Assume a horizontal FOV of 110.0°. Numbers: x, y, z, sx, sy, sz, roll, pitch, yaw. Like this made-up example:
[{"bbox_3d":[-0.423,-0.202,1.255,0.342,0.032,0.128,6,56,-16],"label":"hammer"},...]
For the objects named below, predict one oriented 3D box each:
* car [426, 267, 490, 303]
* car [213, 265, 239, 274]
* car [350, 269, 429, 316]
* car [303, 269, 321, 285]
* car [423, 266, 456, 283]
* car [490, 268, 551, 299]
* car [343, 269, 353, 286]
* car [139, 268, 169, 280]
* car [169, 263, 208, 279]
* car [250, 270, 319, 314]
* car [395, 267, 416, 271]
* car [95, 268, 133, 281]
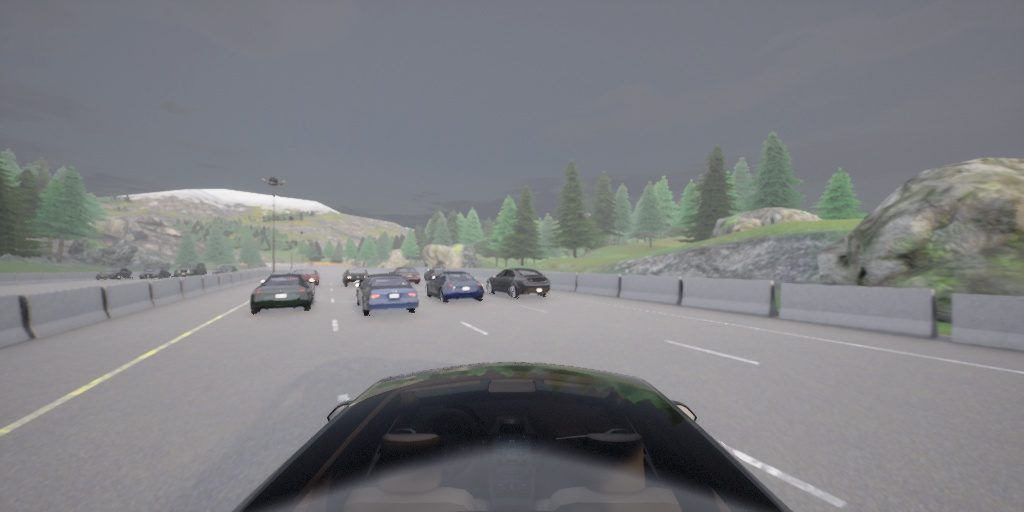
[{"bbox_3d":[-2.944,1.446,17.806,1.994,1.385,4.181,0,-1,-26],"label":"car"},{"bbox_3d":[-38.043,2.034,47.787,2.097,1.767,4.553,0,-2,-27],"label":"car"},{"bbox_3d":[-5.028,1.397,14.146,2.033,1.411,5.357,0,-1,-27],"label":"car"},{"bbox_3d":[-15.687,1.667,27.343,1.895,1.301,4.718,0,-1,-27],"label":"car"},{"bbox_3d":[-6.722,1.668,32.893,1.994,1.385,4.181,0,-1,-27],"label":"car"},{"bbox_3d":[0.224,1.394,19.296,1.837,1.490,4.892,0,0,-27],"label":"car"},{"bbox_3d":[-12.573,1.675,28.941,1.895,1.301,4.718,0,-1,-27],"label":"car"},{"bbox_3d":[-44.227,2.227,44.523,1.994,1.385,4.181,0,-2,-27],"label":"car"},{"bbox_3d":[-41.002,1.885,45.901,2.150,2.045,5.566,0,-2,-27],"label":"car"},{"bbox_3d":[-9.232,1.432,14.730,1.994,1.385,4.181,0,-1,-27],"label":"car"},{"bbox_3d":[-8.774,1.604,29.169,2.033,1.411,5.357,0,-1,-27],"label":"car"},{"bbox_3d":[-47.211,2.152,42.681,1.837,1.490,4.892,0,-2,-27],"label":"car"}]
